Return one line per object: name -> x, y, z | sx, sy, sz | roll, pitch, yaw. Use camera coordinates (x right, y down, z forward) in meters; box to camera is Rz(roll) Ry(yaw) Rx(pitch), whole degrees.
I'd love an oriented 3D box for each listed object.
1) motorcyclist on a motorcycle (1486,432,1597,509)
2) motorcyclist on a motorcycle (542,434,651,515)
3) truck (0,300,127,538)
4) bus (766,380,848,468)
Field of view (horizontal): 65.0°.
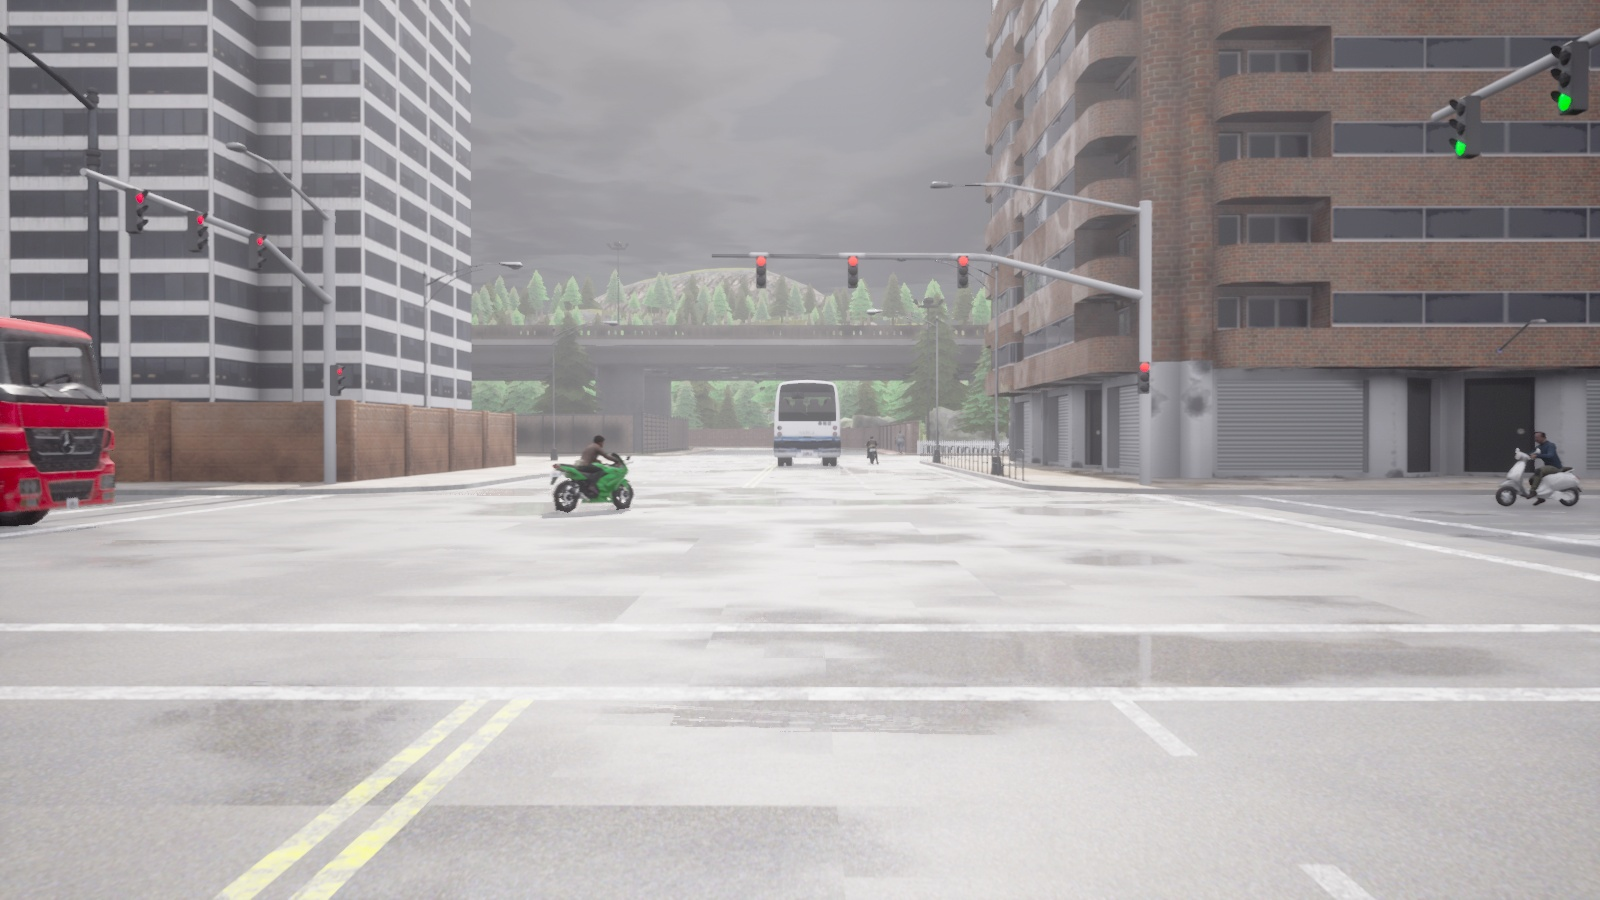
motorcyclist on a motorcycle -> 15.582, 0.426, 26.430 | 1.817, 1.590, 0.866 | 0, 1, 1
motorcyclist on a motorcycle -> -3.981, 0.457, 24.738 | 0.797, 1.523, 2.044 | -1, 0, 42
truck -> -15.336, -0.462, 19.756 | 7.936, 3.462, 2.891 | 0, 1, 1
bus -> 0.379, -1.341, 65.751 | 3.944, 4.253, 10.273 | 0, 1, 0
